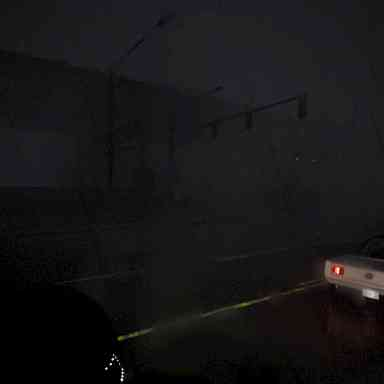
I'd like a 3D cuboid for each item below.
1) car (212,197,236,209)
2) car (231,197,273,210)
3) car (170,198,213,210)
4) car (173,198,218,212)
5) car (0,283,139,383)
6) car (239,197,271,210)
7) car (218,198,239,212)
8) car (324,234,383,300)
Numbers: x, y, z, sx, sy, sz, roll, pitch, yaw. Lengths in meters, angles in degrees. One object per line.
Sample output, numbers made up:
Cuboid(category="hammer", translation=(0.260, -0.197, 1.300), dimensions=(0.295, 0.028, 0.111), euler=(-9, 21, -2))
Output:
Cuboid(category="car", translation=(3.796, 1.292, 39.118), dimensions=(1.853, 1.218, 4.536), euler=(0, 0, 18))
Cuboid(category="car", translation=(7.688, 1.449, 42.831), dimensions=(4.974, 1.542, 2.038), euler=(0, 0, -7))
Cuboid(category="car", translation=(-0.014, 1.293, 36.389), dimensions=(4.536, 1.218, 1.853), euler=(0, 0, 8))
Cuboid(category="car", translation=(0.037, 1.450, 36.382), dimensions=(4.974, 1.542, 2.038), euler=(0, 0, 8))
Cuboid(category="car", translation=(-3.019, 1.222, 1.596), dimensions=(5.566, 2.045, 2.150), euler=(0, 0, -35))
Cuboid(category="car", translation=(7.637, 1.292, 42.824), dimensions=(4.536, 1.218, 1.853), euler=(0, 0, -7))
Cuboid(category="car", translation=(3.780, 1.450, 39.069), dimensions=(2.038, 1.542, 4.974), euler=(0, 0, 18))
Cuboid(category="car", translation=(5.125, 1.600, 7.437), dimensions=(4.718, 1.301, 1.895), euler=(0, 0, -35))
